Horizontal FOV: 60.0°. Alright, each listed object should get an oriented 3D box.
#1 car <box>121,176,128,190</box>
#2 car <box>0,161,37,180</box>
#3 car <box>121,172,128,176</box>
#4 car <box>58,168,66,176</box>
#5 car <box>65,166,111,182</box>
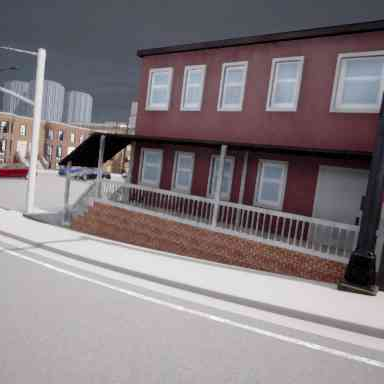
[{"bbox_3d":[-4.540,-0.395,31.371,1.994,1.385,4.181,10,6,35],"label":"car"},{"bbox_3d":[-17.358,-2.063,31.664,1.882,1.535,5.008,10,6,35],"label":"car"},{"bbox_3d":[-8.424,-2.554,49.938,2.128,1.511,4.902,10,6,36],"label":"car"},{"bbox_3d":[-14.299,-2.575,41.824,1.882,1.535,5.008,10,6,36],"label":"car"},{"bbox_3d":[-11.843,-2.045,39.314,2.128,1.511,4.902,10,6,35],"label":"car"}]
